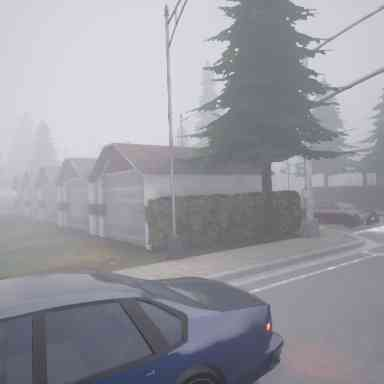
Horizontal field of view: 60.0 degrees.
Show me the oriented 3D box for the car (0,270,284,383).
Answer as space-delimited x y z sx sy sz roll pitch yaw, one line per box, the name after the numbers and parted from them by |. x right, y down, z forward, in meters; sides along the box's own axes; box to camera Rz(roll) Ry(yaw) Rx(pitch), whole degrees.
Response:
-1.575 1.536 2.846 5.357 1.411 2.033 -2 1 -34 | car

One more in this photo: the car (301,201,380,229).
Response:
8.208 1.218 18.854 1.994 1.385 4.181 -3 1 -35 | car
